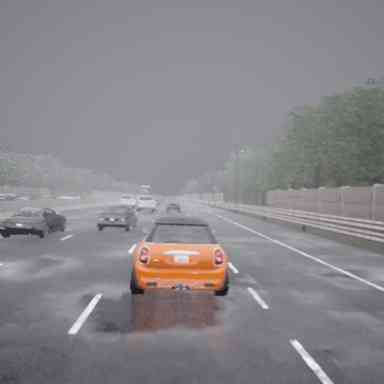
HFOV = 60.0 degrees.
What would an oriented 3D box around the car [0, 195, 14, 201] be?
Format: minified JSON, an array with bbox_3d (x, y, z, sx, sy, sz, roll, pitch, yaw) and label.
[{"bbox_3d":[-31.190,1.167,55.629,2.033,1.411,5.357,2,-1,-3],"label":"car"}]

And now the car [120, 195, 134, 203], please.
[{"bbox_3d":[-9.934,1.505,52.122,2.150,2.045,5.566,2,-1,-3],"label":"car"}]

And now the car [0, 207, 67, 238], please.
[{"bbox_3d":[-7.832,1.461,16.899,1.994,1.385,4.181,2,-1,-3],"label":"car"}]

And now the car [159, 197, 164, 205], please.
[{"bbox_3d":[-7.443,2.225,68.756,1.895,1.301,4.718,2,-1,-3],"label":"car"}]

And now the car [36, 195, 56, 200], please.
[{"bbox_3d":[-24.249,1.370,56.624,1.837,1.490,4.892,2,-1,-3],"label":"car"}]

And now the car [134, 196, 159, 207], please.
[{"bbox_3d":[-5.949,1.525,44.098,2.150,2.045,5.566,2,-1,-3],"label":"car"}]

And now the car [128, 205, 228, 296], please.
[{"bbox_3d":[-0.345,1.429,9.045,2.097,1.767,4.553,2,-1,-3],"label":"car"}]

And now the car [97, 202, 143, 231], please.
[{"bbox_3d":[-4.564,1.602,20.849,2.033,1.411,5.357,2,-1,-3],"label":"car"}]

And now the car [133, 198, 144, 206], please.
[{"bbox_3d":[-10.930,2.027,68.481,1.812,1.442,4.674,2,-1,-3],"label":"car"}]

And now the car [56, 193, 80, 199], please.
[{"bbox_3d":[-20.746,1.226,56.778,2.150,2.045,5.566,2,-1,-3],"label":"car"}]

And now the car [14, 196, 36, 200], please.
[{"bbox_3d":[-27.738,1.306,56.404,1.994,1.385,4.181,2,-1,-3],"label":"car"}]

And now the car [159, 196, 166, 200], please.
[{"bbox_3d":[-8.640,2.458,88.660,1.895,1.301,4.718,2,-1,-3],"label":"car"}]

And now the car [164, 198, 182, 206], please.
[{"bbox_3d":[-2.508,1.941,45.006,1.837,1.490,4.892,2,-1,-3],"label":"car"}]
